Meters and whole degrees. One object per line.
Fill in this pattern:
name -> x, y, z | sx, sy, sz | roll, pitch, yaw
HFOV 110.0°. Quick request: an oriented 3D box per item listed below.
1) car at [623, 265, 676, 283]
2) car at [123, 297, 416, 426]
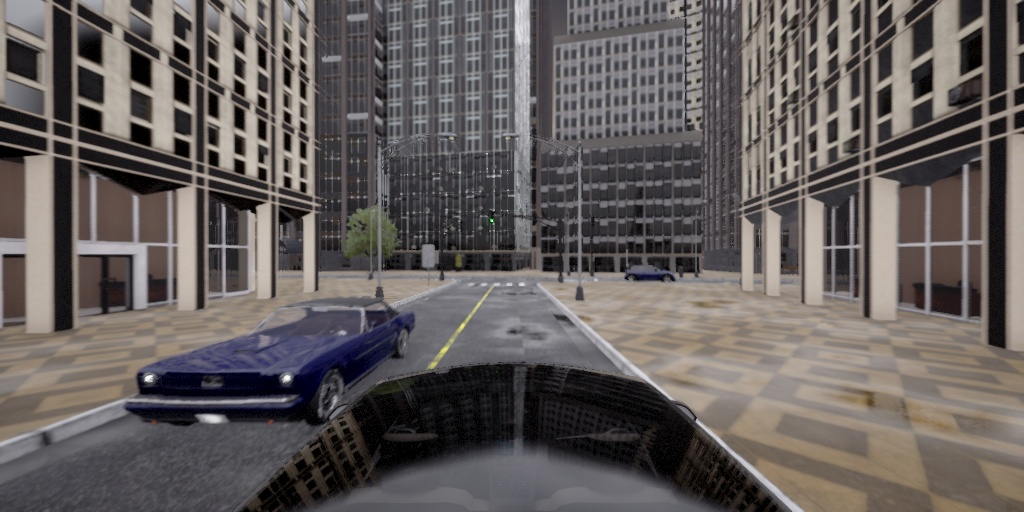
car -> 12.821, 1.593, 33.533 | 4.553, 1.767, 2.097 | 0, 0, 14
car -> -3.099, 1.409, 5.917 | 1.895, 1.301, 4.718 | 0, -1, 0
